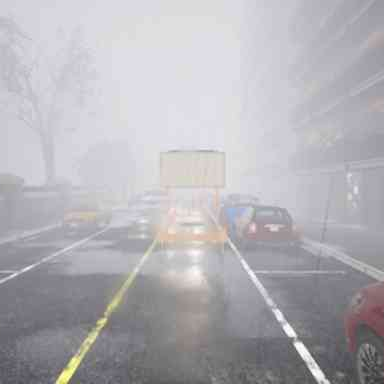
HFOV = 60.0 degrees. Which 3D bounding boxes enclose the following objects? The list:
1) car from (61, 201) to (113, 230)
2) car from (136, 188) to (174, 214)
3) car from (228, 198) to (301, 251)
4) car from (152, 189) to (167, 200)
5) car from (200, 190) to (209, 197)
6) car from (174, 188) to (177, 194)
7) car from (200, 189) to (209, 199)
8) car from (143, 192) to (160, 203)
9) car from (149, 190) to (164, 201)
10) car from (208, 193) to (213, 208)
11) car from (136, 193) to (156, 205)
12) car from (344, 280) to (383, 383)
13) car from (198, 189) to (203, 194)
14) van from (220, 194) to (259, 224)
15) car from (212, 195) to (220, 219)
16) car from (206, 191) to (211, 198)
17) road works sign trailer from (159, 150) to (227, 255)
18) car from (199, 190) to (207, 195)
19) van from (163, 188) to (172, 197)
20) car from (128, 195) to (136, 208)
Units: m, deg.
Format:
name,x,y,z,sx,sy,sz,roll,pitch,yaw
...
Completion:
name,x,y,z,sx,sy,sz,roll,pitch,yaw
car,-5.650,1.204,18.366,1.752,1.417,4.829,0,1,0
car,-3.039,0.731,28.312,2.150,2.045,5.566,0,1,0
car,2.719,1.216,12.887,1.967,1.590,4.097,0,1,0
car,-5.572,0.330,57.937,2.192,1.841,5.009,0,1,0
car,2.843,0.334,74.814,1.802,1.307,4.206,0,1,0
car,-5.515,0.138,86.090,1.947,1.339,4.313,0,1,0
car,2.809,0.600,57.924,1.802,1.307,4.206,0,1,0
car,-5.594,0.738,46.683,1.887,1.381,4.507,0,1,0
car,-5.582,0.543,52.309,1.967,1.590,4.097,0,1,0
car,2.753,1.036,29.779,2.008,1.369,4.403,0,1,0
car,-5.605,0.870,41.056,1.802,1.307,4.206,0,1,0
car,2.696,1.285,1.626,2.192,1.841,5.009,0,1,0
car,2.831,0.281,69.182,1.967,1.590,4.097,0,1,0
van,2.731,1.020,18.515,1.690,1.788,3.998,0,1,0
car,2.741,1.148,24.149,1.947,1.339,4.313,0,1,0
car,2.764,0.933,35.408,1.887,1.381,4.507,0,1,0
road works sign trailer,0.027,0.248,12.326,2.380,3.560,2.880,0,1,0
car,2.865,0.142,86.074,1.947,1.339,4.313,0,1,0
van,-5.538,0.090,74.827,1.690,1.788,3.998,0,1,0
car,-5.616,0.951,35.426,1.947,1.339,4.313,0,1,0
